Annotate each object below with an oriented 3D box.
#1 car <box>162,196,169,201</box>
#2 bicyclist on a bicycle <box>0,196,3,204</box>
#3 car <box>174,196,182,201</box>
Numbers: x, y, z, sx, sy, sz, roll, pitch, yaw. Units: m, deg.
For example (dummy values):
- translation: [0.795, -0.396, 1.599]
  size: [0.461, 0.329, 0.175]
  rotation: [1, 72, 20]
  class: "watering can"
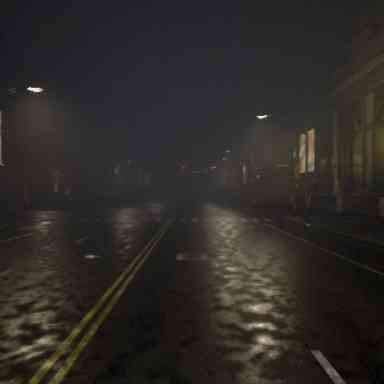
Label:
- translation: [-7.254, 1.739, 91.599]
  size: [1.812, 1.442, 4.674]
  rotation: [0, 0, -3]
  class: "car"
- translation: [-34.233, 1.440, 59.249]
  size: [0.582, 1.620, 1.656]
  rotation: [0, 0, 0]
  class: "bicyclist on a bicycle"
- translation: [-3.944, 1.743, 93.342]
  size: [1.812, 1.442, 4.674]
  rotation: [0, 0, -7]
  class: "car"
